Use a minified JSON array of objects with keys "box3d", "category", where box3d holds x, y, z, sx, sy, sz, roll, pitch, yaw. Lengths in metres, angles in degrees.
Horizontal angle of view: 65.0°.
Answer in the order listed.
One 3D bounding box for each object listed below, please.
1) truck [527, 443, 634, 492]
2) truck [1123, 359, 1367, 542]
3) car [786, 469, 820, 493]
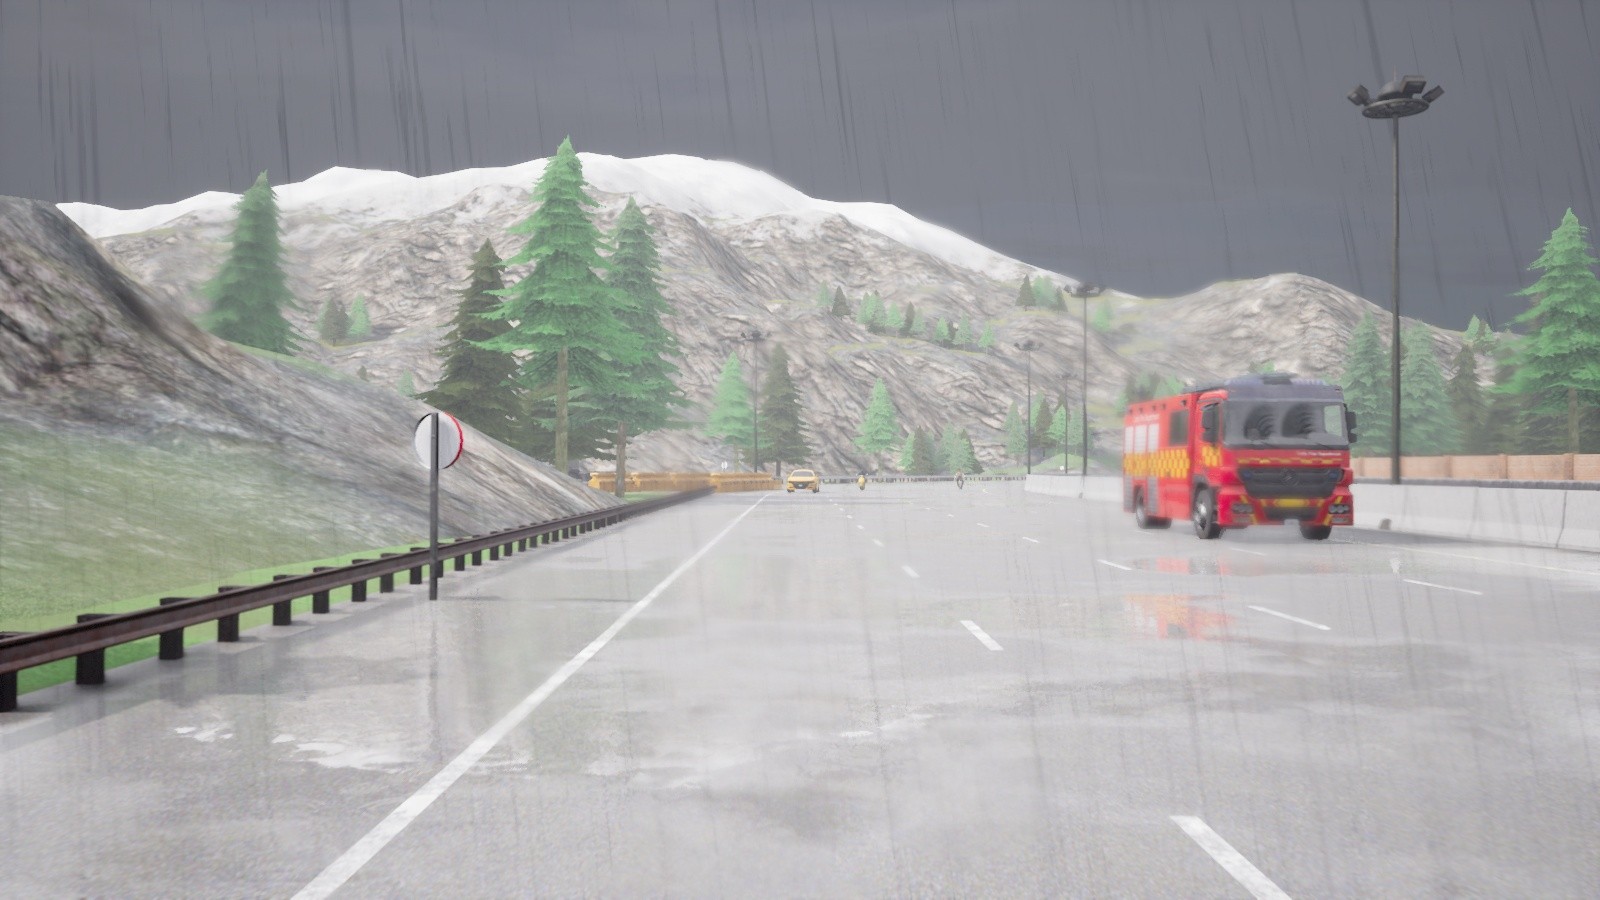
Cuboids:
[{"box3d":[-15.913,1.277,91.558,2.891,3.462,7.936,-1,-1,35],"category":"truck"},{"box3d":[10.410,0.067,30.540,2.891,3.827,8.468,0,-1,0],"category":"truck"},{"box3d":[0.238,2.035,82.483,1.882,1.535,5.008,0,-1,4],"category":"car"}]
